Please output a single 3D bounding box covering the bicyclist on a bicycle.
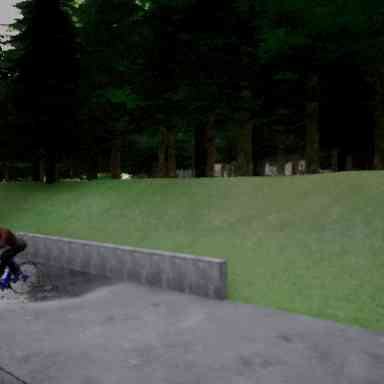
[{"bbox_3d":[-3.769,1.335,6.566,0.582,1.620,1.656,0,0,35],"label":"bicyclist on a bicycle"}]
